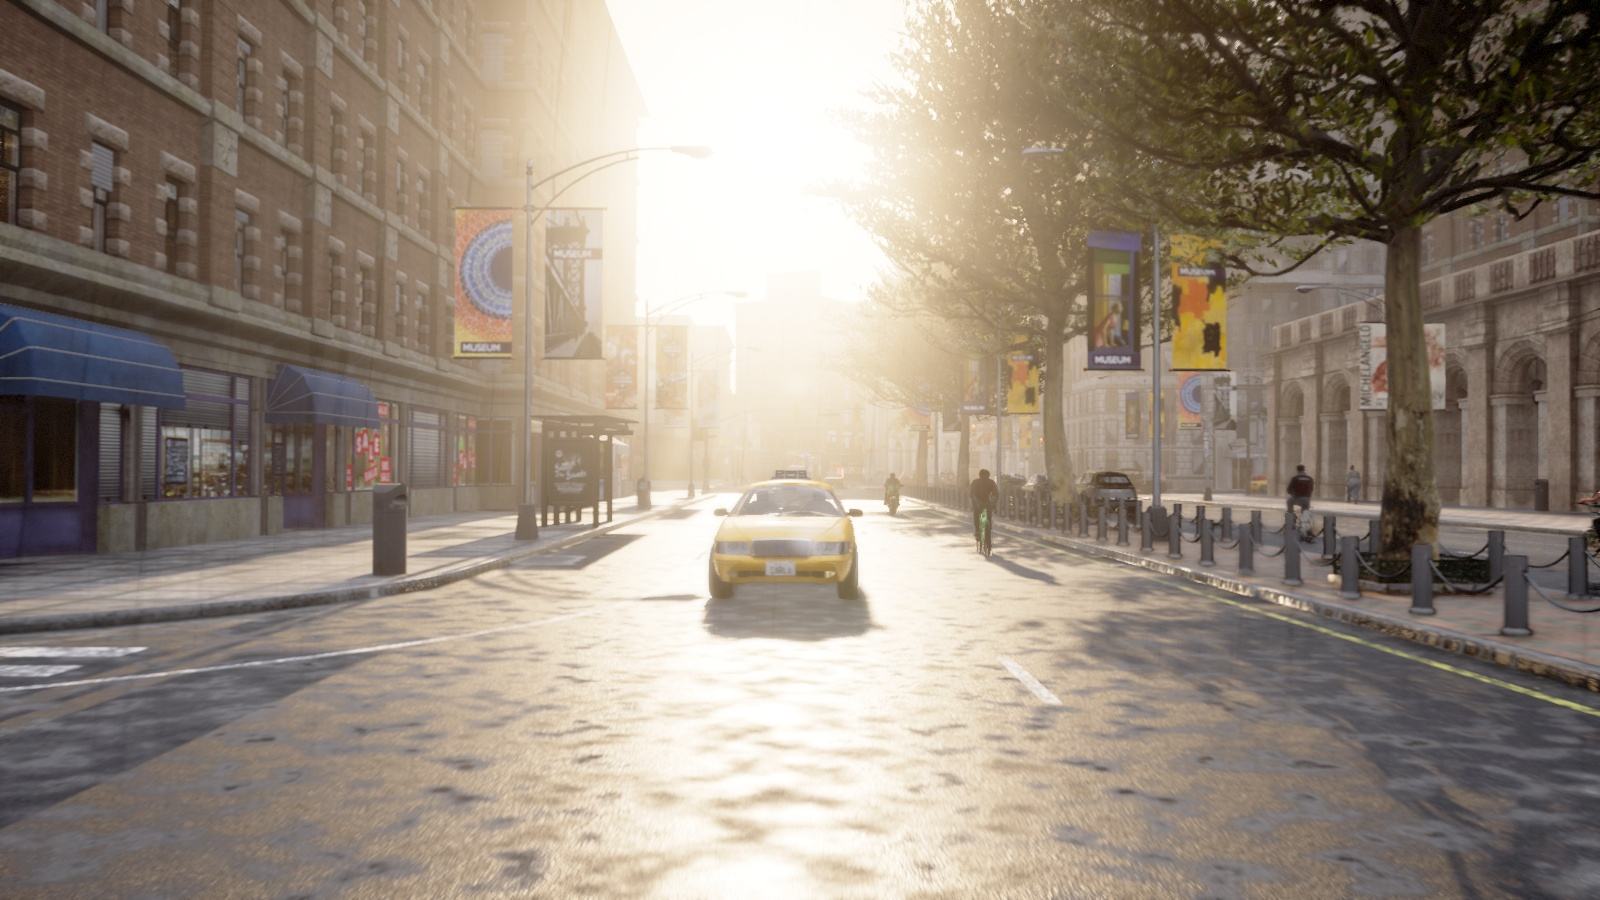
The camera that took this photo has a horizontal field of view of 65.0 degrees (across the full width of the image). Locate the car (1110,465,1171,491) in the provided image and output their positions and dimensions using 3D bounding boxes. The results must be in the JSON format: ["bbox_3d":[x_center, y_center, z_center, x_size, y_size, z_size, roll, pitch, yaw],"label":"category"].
[{"bbox_3d":[24.634,2.033,90.840,3.866,1.878,1.905,0,-1,0],"label":"car"}]

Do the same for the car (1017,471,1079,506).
[{"bbox_3d":[11.324,1.740,57.612,1.837,1.490,4.892,0,-1,0],"label":"car"}]

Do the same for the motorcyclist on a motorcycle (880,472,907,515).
[{"bbox_3d":[3.361,1.544,45.422,0.797,1.523,2.044,0,-1,0],"label":"motorcyclist on a motorcycle"}]

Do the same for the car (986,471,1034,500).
[{"bbox_3d":[11.222,1.905,67.491,1.837,1.490,4.892,0,-1,1],"label":"car"}]

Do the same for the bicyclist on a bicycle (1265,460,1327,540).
[{"bbox_3d":[11.410,1.125,28.946,0.659,1.776,1.843,0,-1,0],"label":"bicyclist on a bicycle"}]

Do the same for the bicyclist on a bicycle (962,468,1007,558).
[{"bbox_3d":[3.427,1.146,23.407,0.582,1.620,1.656,0,-1,0],"label":"bicyclist on a bicycle"}]

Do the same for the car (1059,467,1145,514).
[{"bbox_3d":[11.349,1.495,47.493,2.033,1.649,4.856,0,-1,0],"label":"car"}]

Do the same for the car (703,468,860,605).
[{"bbox_3d":[-0.125,1.041,17.123,1.801,1.575,5.366,0,-1,2],"label":"car"}]

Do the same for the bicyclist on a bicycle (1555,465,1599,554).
[{"bbox_3d":[14.922,1.083,23.342,0.866,1.612,1.509,0,-1,0],"label":"bicyclist on a bicycle"}]

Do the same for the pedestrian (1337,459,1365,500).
[{"bbox_3d":[24.865,1.322,56.677,0.874,1.855,0.900,0,-1,0],"label":"pedestrian"}]
